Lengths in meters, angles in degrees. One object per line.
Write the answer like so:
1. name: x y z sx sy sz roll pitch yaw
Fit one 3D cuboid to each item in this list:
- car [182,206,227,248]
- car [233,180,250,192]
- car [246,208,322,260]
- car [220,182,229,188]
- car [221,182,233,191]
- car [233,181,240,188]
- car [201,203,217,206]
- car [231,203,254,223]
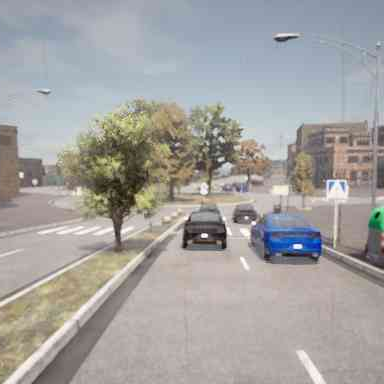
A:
1. car: 0.614 1.630 15.723 1.882 1.535 5.008 0 -1 3
2. car: 10.911 -1.163 73.318 2.150 2.045 5.566 0 4 0
3. car: 3.484 1.615 13.094 1.882 1.535 5.008 0 0 2
4. car: 8.659 -1.950 87.893 1.895 1.301 4.718 1 5 10
5. car: 7.880 -1.142 74.785 2.097 1.767 4.553 0 4 0
6. car: 11.383 -1.878 85.583 1.837 1.490 4.892 0 5 7
7. car: 1.471 1.716 28.590 1.837 1.490 4.892 0 1 5
8. car: 4.455 1.732 28.322 1.837 1.490 4.892 0 1 5
